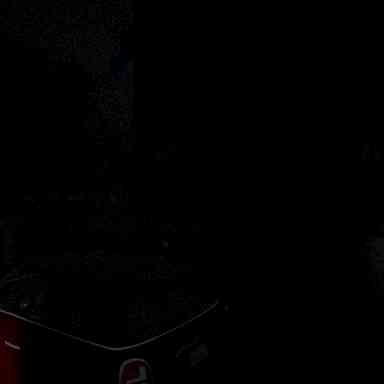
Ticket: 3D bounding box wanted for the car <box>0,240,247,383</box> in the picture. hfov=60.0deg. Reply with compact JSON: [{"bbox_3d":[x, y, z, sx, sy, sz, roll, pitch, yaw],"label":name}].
[{"bbox_3d":[-1.519,1.440,4.027,4.097,1.590,1.967,0,0,35],"label":"car"}]
